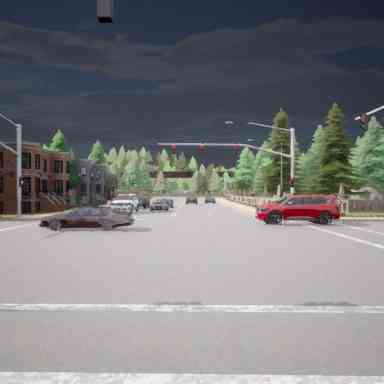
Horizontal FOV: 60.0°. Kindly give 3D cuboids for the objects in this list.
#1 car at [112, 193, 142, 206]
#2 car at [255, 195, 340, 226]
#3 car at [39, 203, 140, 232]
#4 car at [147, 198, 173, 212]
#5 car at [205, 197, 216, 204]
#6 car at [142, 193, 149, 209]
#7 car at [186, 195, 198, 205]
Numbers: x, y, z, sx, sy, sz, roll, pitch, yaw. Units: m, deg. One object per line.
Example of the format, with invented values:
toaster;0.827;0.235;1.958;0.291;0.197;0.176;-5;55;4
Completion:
car;-7.103;1.221;35.636;2.150;2.045;5.566;0;0;0
car;7.237;1.222;22.925;5.566;2.045;2.150;0;0;1
car;-6.109;1.547;19.768;5.357;1.411;2.033;0;0;1
car;-3.595;1.564;38.332;1.994;1.385;4.181;0;0;0
car;3.542;1.564;65.227;1.994;1.385;4.181;0;0;0
car;-7.110;1.221;45.754;2.150;2.045;5.566;0;0;0
car;-0.054;1.352;60.247;2.097;1.767;4.553;0;0;0
